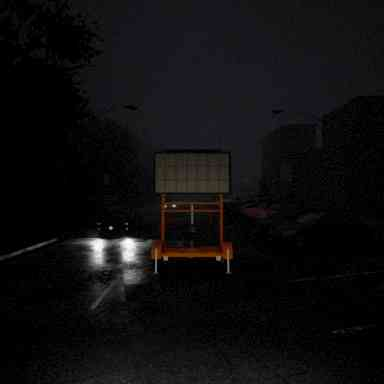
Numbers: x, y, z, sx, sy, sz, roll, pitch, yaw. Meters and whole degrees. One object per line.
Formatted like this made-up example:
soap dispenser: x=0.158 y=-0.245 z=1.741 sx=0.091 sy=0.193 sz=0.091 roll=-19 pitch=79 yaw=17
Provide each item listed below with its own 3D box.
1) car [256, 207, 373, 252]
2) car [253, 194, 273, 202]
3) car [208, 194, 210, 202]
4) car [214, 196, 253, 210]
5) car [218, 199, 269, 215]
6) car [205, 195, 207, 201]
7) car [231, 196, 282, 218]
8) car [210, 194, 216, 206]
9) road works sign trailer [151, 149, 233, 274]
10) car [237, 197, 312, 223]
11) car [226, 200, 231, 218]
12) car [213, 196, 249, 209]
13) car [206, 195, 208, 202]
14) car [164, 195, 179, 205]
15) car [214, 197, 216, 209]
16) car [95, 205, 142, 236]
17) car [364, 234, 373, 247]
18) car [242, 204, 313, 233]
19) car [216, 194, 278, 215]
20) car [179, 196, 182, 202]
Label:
car: x=5.322 y=1.528 z=13.808 sx=4.674 sy=1.452 sz=2.002 roll=1 pitch=0 yaw=-20
car: x=18.531 y=1.463 z=86.853 sx=2.435 sy=2.045 sz=5.566 roll=0 pitch=0 yaw=-21
car: x=5.518 y=1.447 z=52.845 sx=4.553 sy=1.767 sz=2.185 roll=1 pitch=0 yaw=-20
car: x=5.417 y=1.414 z=43.827 sx=4.553 sy=1.767 sz=2.185 roll=1 pitch=0 yaw=-20
car: x=5.377 y=1.545 z=34.811 sx=4.792 sy=1.488 sz=2.163 roll=1 pitch=0 yaw=-20
car: x=5.536 y=1.391 z=70.886 sx=5.566 sy=2.045 sz=2.435 roll=1 pitch=0 yaw=-20
car: x=5.384 y=1.369 z=22.821 sx=4.553 sy=1.767 sz=2.185 roll=1 pitch=0 yaw=-20
car: x=5.398 y=1.271 z=37.813 sx=5.566 sy=2.045 sz=2.435 roll=1 pitch=0 yaw=-20
road works sign trailer: x=0.007 y=0.465 z=10.537 sx=2.380 sy=3.560 sz=2.880 roll=0 pitch=0 yaw=0
car: x=5.372 y=1.366 z=19.820 sx=4.553 sy=1.767 sz=2.185 roll=1 pitch=0 yaw=-20
car: x=5.360 y=1.538 z=25.818 sx=4.674 sy=1.452 sz=2.002 roll=1 pitch=0 yaw=-20
car: x=5.430 y=1.424 z=46.828 sx=4.553 sy=1.767 sz=2.185 roll=1 pitch=0 yaw=-20
car: x=5.486 y=1.583 z=55.848 sx=5.008 sy=1.535 sz=2.097 roll=1 pitch=-1 yaw=-20
car: x=-3.994 y=1.468 z=60.275 sx=2.097 sy=1.767 sz=4.553 roll=0 pitch=0 yaw=0
car: x=5.217 y=1.503 z=31.754 sx=5.366 sy=1.575 sz=1.946 roll=1 pitch=0 yaw=-20
car: x=-3.946 y=1.509 z=18.587 sx=1.837 sy=1.490 sz=4.892 roll=0 pitch=0 yaw=0
car: x=5.313 y=1.487 z=4.808 sx=4.892 sy=1.521 sz=2.231 roll=1 pitch=0 yaw=-20
car: x=5.301 y=1.518 z=16.800 sx=4.792 sy=1.488 sz=2.163 roll=1 pitch=0 yaw=-20
car: x=5.367 y=1.252 z=28.796 sx=5.566 sy=2.045 sz=2.435 roll=1 pitch=0 yaw=-20
car: x=-3.653 y=1.695 z=83.626 sx=1.882 sy=1.535 sz=5.008 roll=0 pitch=0 yaw=5
